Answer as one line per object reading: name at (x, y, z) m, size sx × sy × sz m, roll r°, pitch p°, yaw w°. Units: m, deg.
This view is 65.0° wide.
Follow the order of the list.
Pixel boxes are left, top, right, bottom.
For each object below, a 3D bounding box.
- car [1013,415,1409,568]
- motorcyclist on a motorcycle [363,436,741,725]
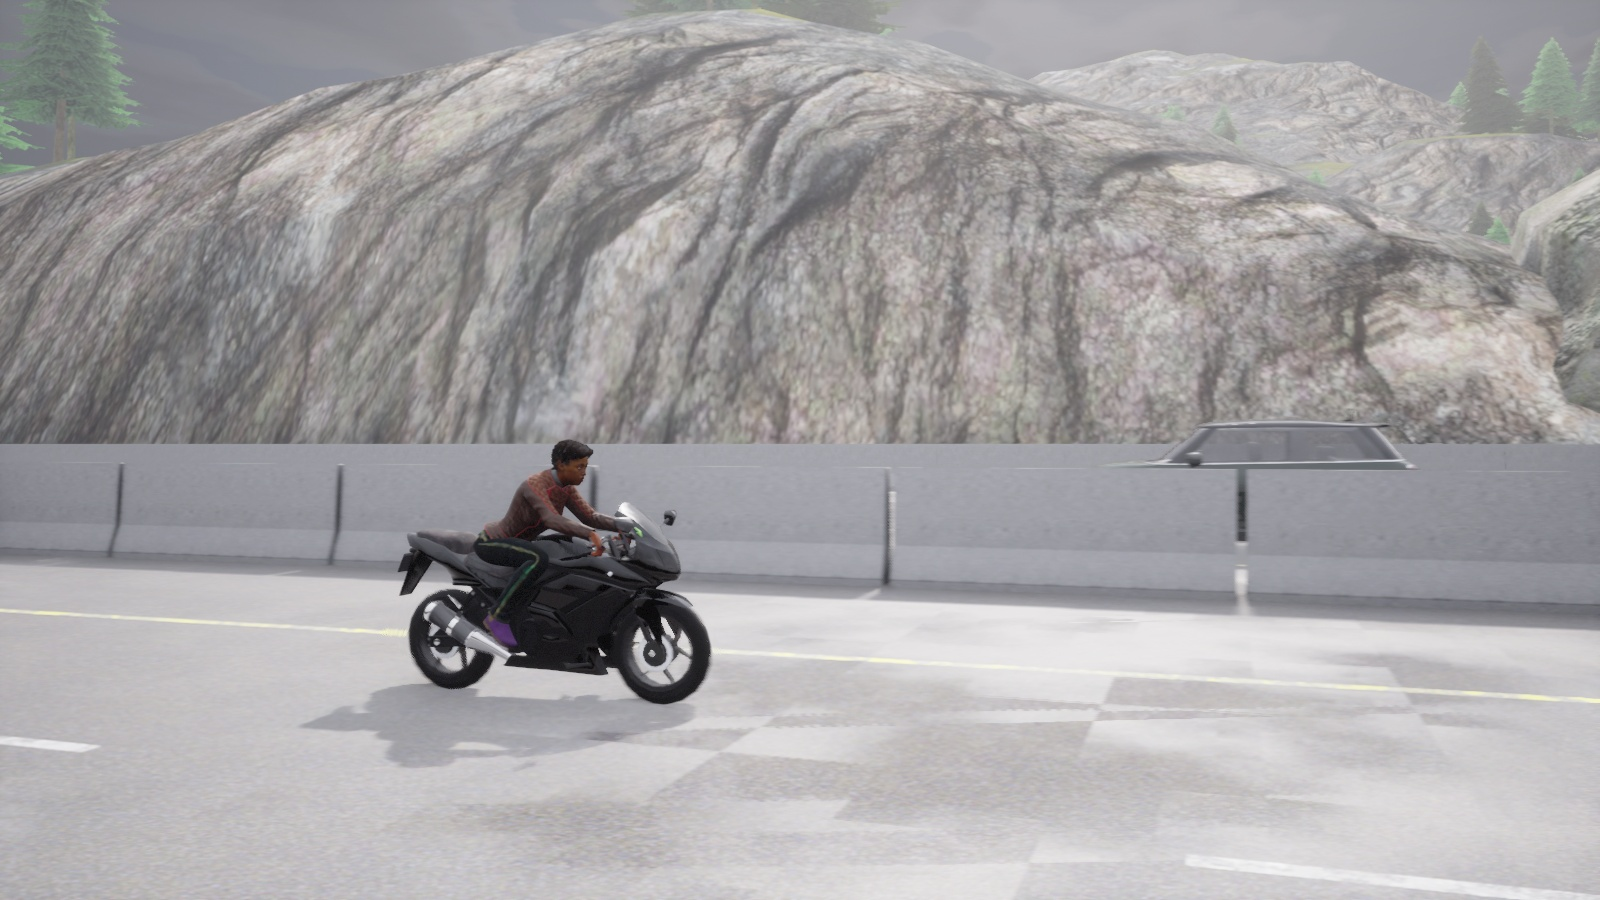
car at (5.198, 0.445, 16.212) m, size 4.553 × 1.767 × 2.097 m, roll 1°, pitch 1°, yaw 19°
motorcyclist on a motorcycle at (-1.449, 0.685, 7.373) m, size 2.044 × 1.523 × 0.797 m, roll 1°, pitch 1°, yaw 19°
